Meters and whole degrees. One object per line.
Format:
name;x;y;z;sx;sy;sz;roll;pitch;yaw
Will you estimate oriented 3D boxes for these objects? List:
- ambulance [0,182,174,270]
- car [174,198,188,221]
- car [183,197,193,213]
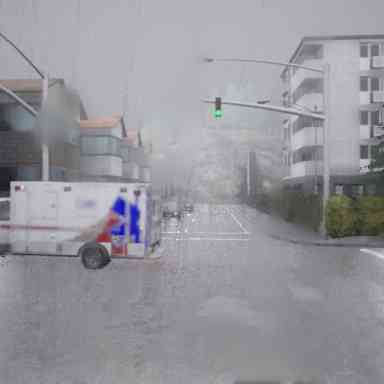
ambulance;-3.976;0.939;10.303;6.366;2.431;2.351;1;0;4
car;-1.663;1.529;28.084;1.882;1.535;5.008;0;0;4
car;-1.027;1.419;37.860;2.097;1.767;4.553;0;0;4
